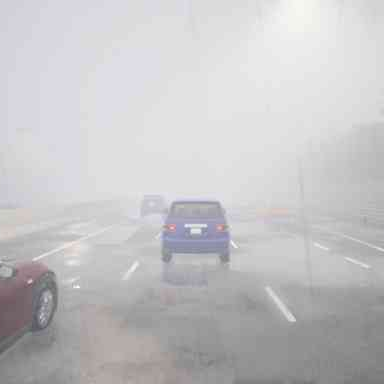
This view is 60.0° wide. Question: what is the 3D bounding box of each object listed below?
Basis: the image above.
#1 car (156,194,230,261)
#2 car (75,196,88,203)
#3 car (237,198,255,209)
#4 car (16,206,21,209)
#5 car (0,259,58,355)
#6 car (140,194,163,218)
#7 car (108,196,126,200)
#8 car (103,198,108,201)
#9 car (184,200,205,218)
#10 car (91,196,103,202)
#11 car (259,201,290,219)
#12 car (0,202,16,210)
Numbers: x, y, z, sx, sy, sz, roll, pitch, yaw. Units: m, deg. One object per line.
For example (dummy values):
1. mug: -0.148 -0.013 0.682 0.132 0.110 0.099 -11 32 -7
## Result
1. car: 0.123 1.215 12.304 2.150 2.045 5.566 0 0 0
2. car: -23.937 1.570 72.266 1.812 1.442 4.674 0 0 1
3. car: 7.286 1.552 44.849 1.812 1.442 4.674 0 0 1
4. car: -17.488 1.601 30.027 1.895 1.301 4.718 0 0 0
5. car: -3.394 1.348 3.983 2.097 1.767 4.553 0 0 0
6. car: -3.291 1.223 30.146 2.150 2.045 5.566 0 0 0
7. car: -13.586 1.550 62.690 2.128 1.511 4.902 0 0 1
8. car: -16.952 1.615 71.242 1.994 1.385 4.181 0 0 1
9. car: 0.213 1.508 30.713 1.837 1.490 4.892 0 0 0
10. car: -20.437 1.546 72.210 1.837 1.490 4.892 0 0 1
11. car: 7.036 1.479 28.826 1.882 1.535 5.008 0 0 2
12. car: -14.036 1.485 21.662 2.128 1.511 4.902 0 0 0
